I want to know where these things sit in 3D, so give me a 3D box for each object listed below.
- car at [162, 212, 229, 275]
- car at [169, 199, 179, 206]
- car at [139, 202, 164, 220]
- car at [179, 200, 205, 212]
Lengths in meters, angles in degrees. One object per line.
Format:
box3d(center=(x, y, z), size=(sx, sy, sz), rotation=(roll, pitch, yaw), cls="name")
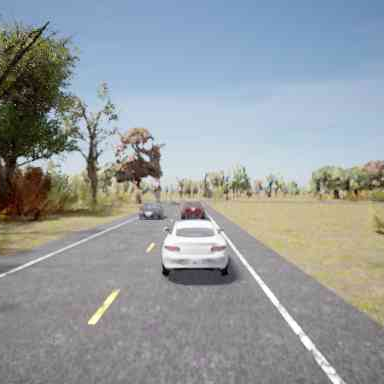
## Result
box3d(center=(0.090, 1.598, 10.608), size=(1.812, 1.442, 4.674), rotation=(0, 0, 0), cls="car")
box3d(center=(-3.489, 2.019, 66.229), size=(1.895, 1.301, 4.718), rotation=(0, 0, 0), cls="car")
box3d(center=(-3.593, 1.690, 30.016), size=(2.128, 1.511, 4.902), rotation=(0, 0, 0), cls="car")
box3d(center=(0.102, 1.557, 31.028), size=(2.097, 1.767, 4.553), rotation=(0, 0, 0), cls="car")
